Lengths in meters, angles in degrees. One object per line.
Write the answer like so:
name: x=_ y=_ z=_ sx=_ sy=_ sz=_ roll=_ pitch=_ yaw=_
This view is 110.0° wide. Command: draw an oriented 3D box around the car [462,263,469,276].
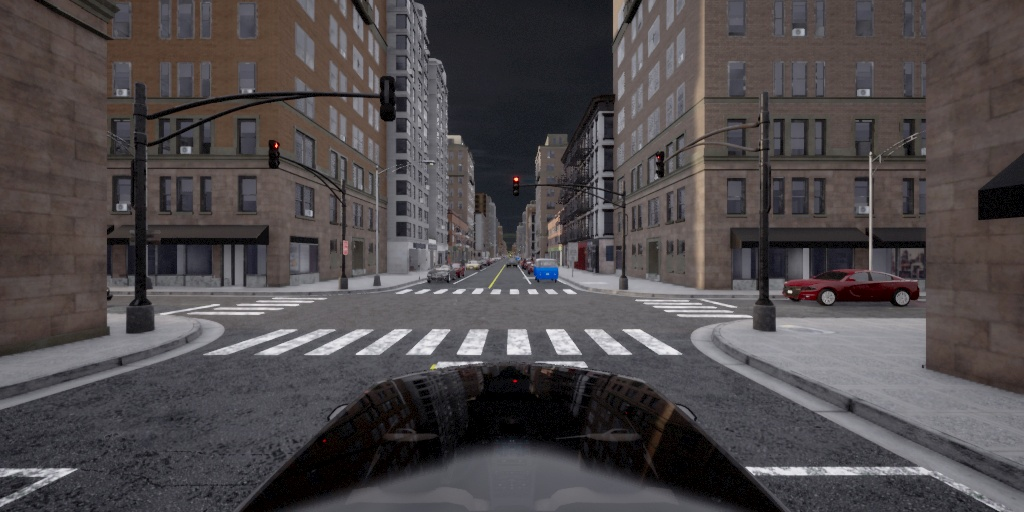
car: x=-5.446 y=1.293 z=33.627 sx=1.888 sy=1.381 sz=4.507 roll=0 pitch=0 yaw=0

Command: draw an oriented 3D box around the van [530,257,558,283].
van: x=2.589 y=1.089 z=27.969 sx=1.690 sy=1.789 sz=3.998 roll=0 pitch=0 yaw=0

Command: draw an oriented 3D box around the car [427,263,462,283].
car: x=-5.436 y=1.299 z=27.946 sx=2.007 sy=1.370 sz=4.403 roll=0 pitch=0 yaw=0

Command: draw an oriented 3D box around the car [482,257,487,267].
car: x=-5.488 y=1.306 z=56.356 sx=1.948 sy=1.339 sz=4.313 roll=0 pitch=0 yaw=0

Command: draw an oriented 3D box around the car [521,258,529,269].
car: x=2.547 y=1.326 z=50.695 sx=1.802 sy=1.307 sz=4.207 roll=0 pitch=0 yaw=0

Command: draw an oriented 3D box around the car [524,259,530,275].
car: x=2.568 y=1.330 z=39.331 sx=1.802 sy=1.307 sz=4.207 roll=0 pitch=0 yaw=0

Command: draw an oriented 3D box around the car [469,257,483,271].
car: x=-5.478 y=1.270 z=50.504 sx=1.751 sy=1.417 sz=4.829 roll=0 pitch=0 yaw=0

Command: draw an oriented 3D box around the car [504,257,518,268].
car: x=-0.012 y=1.337 z=61.580 sx=1.895 sy=1.301 sz=4.718 roll=0 pitch=0 yaw=0

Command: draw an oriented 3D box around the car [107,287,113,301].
car: x=-17.751 y=1.198 z=12.776 sx=5.357 sy=1.411 sz=2.033 roll=0 pitch=0 yaw=0

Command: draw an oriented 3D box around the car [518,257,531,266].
car: x=2.537 y=1.055 z=56.376 sx=2.192 sy=1.841 sz=5.009 roll=0 pitch=0 yaw=0

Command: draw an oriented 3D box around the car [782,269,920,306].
car: x=14.790 y=1.326 z=15.833 sx=5.008 sy=1.535 sz=1.882 roll=0 pitch=0 yaw=1
